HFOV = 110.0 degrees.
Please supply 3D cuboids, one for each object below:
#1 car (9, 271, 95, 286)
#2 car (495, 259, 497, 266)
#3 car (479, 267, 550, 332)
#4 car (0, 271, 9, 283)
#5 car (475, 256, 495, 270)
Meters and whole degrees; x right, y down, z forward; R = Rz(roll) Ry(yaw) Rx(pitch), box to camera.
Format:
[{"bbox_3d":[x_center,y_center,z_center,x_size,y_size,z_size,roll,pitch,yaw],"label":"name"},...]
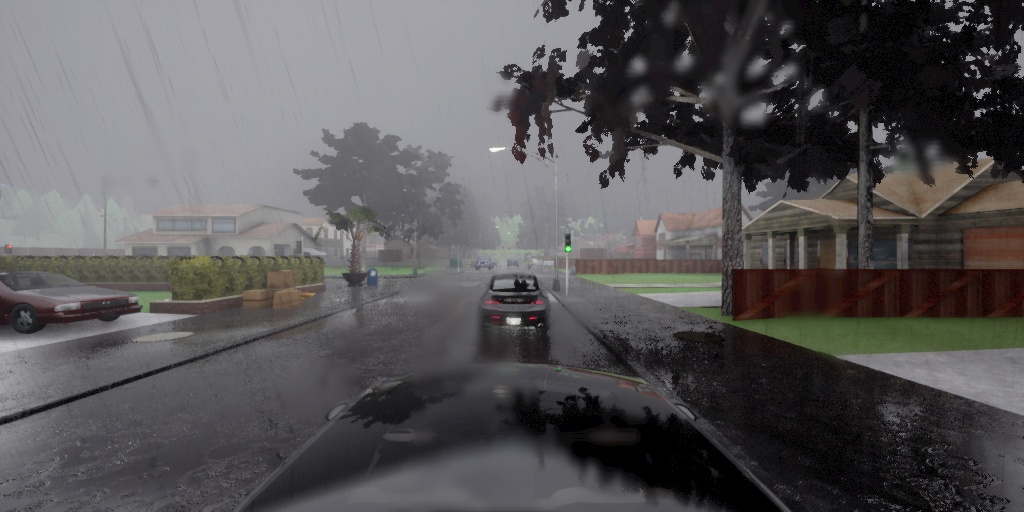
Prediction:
[{"bbox_3d":[-33.613,1.102,26.735,4.553,1.767,2.097,0,0,0],"label":"car"},{"bbox_3d":[-4.013,1.241,62.288,2.128,1.511,4.902,0,0,0],"label":"car"},{"bbox_3d":[0.074,1.257,10.839,1.837,1.490,4.892,0,1,0],"label":"car"},{"bbox_3d":[-43.845,1.241,30.838,4.902,1.511,2.128,0,0,0],"label":"car"},{"bbox_3d":[-4.050,0.971,52.238,2.150,2.045,5.566,0,0,0],"label":"car"}]
